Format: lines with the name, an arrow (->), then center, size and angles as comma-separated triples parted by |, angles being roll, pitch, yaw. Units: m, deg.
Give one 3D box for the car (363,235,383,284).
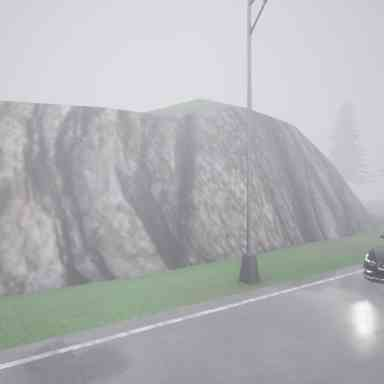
car -> 6.264, 1.505, 8.444 | 4.892, 1.490, 1.837 | 0, 0, -35
